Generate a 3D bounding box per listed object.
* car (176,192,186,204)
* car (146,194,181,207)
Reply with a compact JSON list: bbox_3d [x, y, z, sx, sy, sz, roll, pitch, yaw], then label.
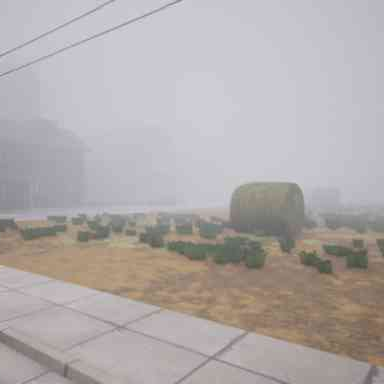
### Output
[{"bbox_3d":[-2.180,1.081,59.932,1.905,1.878,3.866,6,1,-8],"label":"car"},{"bbox_3d":[-4.427,1.490,49.508,2.033,1.411,5.357,0,0,35],"label":"car"}]
